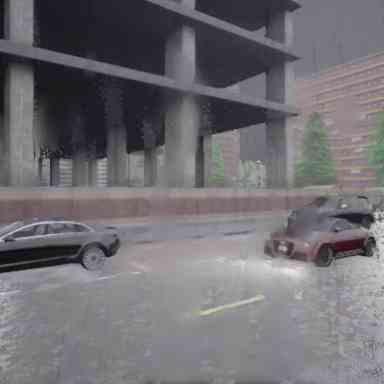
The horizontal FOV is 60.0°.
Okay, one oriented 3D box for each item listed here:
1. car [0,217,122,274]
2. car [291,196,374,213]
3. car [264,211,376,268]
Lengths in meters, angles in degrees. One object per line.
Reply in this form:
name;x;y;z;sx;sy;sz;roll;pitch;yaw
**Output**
car;-4.442;1.488;9.393;4.902;1.511;2.128;0;0;-35
car;7.631;1.212;17.984;5.566;2.045;2.150;1;0;-35
car;4.409;1.557;11.335;4.181;1.385;1.994;0;0;-35
